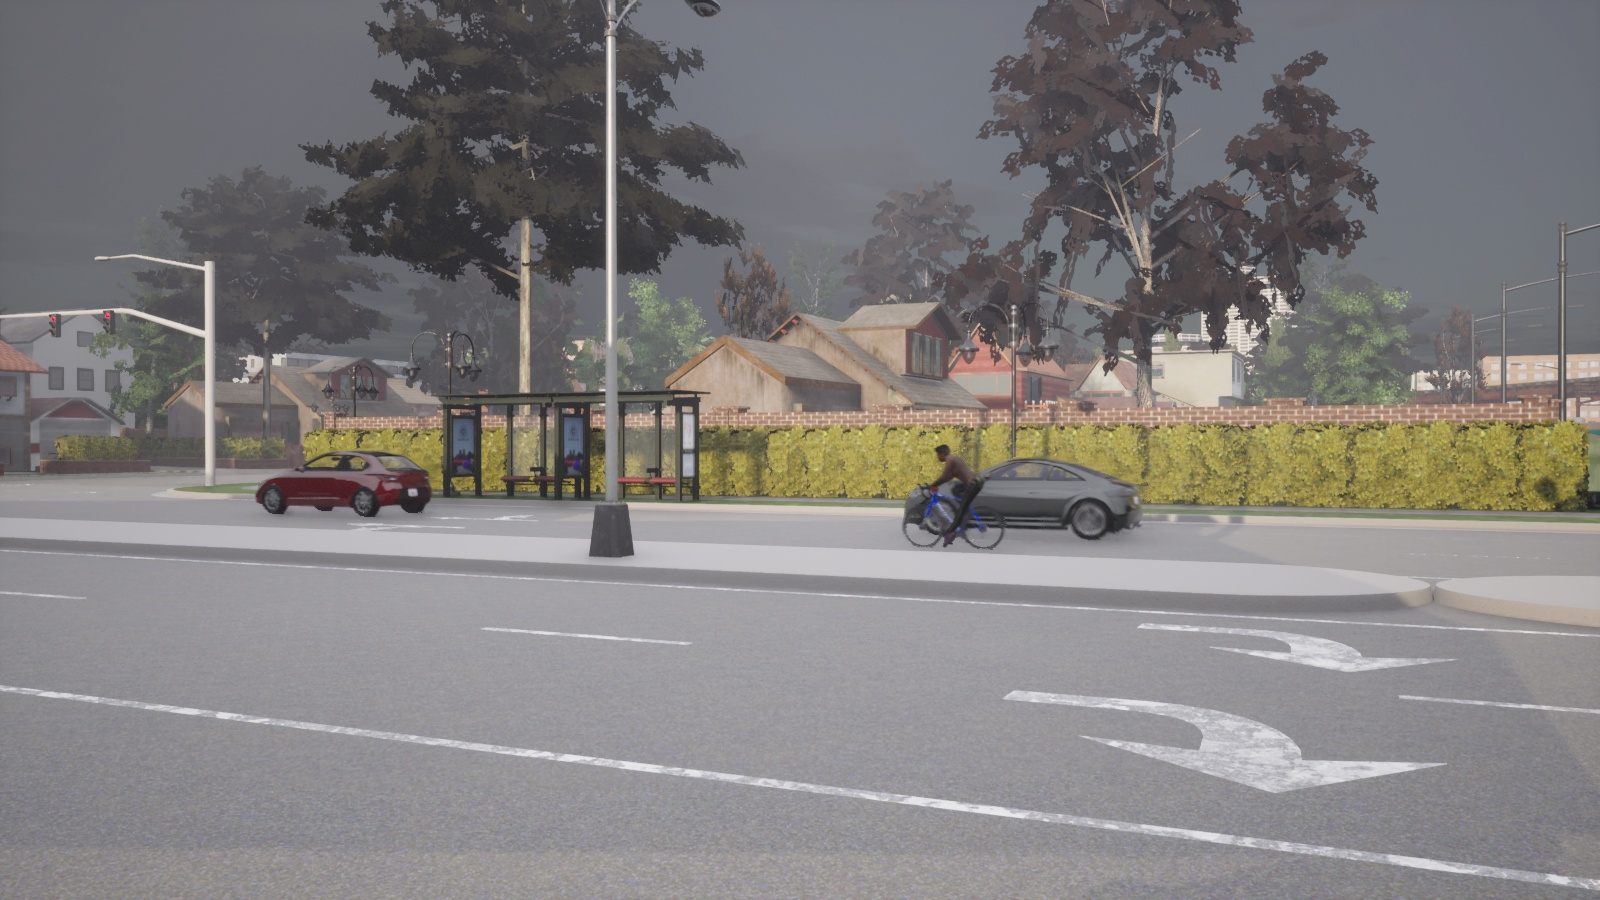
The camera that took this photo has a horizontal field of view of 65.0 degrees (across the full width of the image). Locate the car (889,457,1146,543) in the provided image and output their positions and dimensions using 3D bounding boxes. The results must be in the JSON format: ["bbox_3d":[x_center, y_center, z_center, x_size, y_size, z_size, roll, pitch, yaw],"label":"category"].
[{"bbox_3d":[3.916,0.838,22.583,4.181,1.385,1.994,0,0,24],"label":"car"}]

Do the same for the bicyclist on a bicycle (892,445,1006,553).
[{"bbox_3d":[2.307,0.744,19.475,1.656,1.620,0.582,0,0,24],"label":"bicyclist on a bicycle"}]

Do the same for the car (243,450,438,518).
[{"bbox_3d":[-10.688,0.739,29.208,4.193,1.474,1.816,0,0,24],"label":"car"}]
